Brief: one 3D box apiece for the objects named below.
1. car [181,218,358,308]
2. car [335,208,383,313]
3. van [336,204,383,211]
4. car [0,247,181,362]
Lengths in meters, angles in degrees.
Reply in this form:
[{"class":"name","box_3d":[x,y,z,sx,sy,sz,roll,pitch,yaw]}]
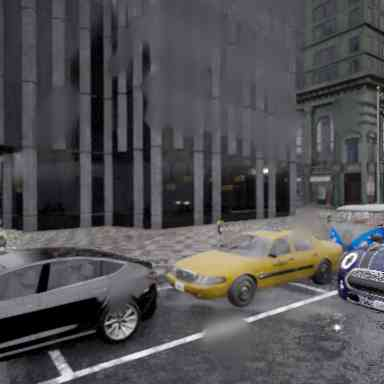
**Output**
[{"class":"car","box_3d":[1.724,1.506,7.880,4.829,1.417,1.752,0,0,-36]},{"class":"car","box_3d":[5.058,1.324,6.927,4.553,1.767,2.097,0,0,-35]},{"class":"van","box_3d":[6.268,1.303,11.122,3.998,1.788,1.690,0,0,-36]},{"class":"car","box_3d":[-2.545,1.564,4.835,4.313,1.339,1.947,0,0,-36]}]
